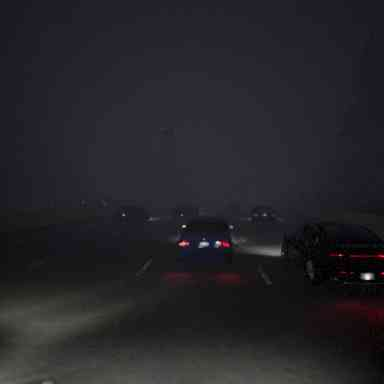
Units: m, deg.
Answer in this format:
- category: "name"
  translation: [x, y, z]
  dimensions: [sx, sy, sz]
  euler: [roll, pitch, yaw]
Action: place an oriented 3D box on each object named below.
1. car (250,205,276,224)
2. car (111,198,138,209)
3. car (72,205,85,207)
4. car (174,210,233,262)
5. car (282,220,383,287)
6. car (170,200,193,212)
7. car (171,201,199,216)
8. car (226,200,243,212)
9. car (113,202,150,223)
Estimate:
- category: "car"
  translation: [5.643, 1.740, 26.547]
  dimensions: [2.033, 1.411, 5.357]
  euler: [0, 0, 9]
- category: "car"
  translation: [-10.514, 1.786, 52.196]
  dimensions: [2.128, 1.511, 4.902]
  euler: [0, 0, 15]
- category: "car"
  translation: [-17.299, 1.632, 53.843]
  dimensions: [2.097, 1.767, 4.553]
  euler: [0, 0, 15]
- category: "car"
  translation: [0.561, 1.630, 12.481]
  dimensions: [2.033, 1.411, 5.357]
  euler: [0, 0, 4]
- category: "car"
  translation: [3.938, 1.583, 9.631]
  dimensions: [1.837, 1.490, 4.892]
  euler: [0, 0, 3]
- category: "car"
  translation: [-1.376, 1.846, 44.733]
  dimensions: [1.994, 1.385, 4.181]
  euler: [0, 0, 14]
- category: "car"
  translation: [-0.510, 1.806, 32.182]
  dimensions: [1.895, 1.301, 4.718]
  euler: [0, 0, 10]
- category: "car"
  translation: [5.628, 1.828, 43.878]
  dimensions: [1.812, 1.442, 4.674]
  euler: [0, 0, 14]
- category: "car"
  translation: [-4.815, 1.720, 27.015]
  dimensions: [1.994, 1.385, 4.181]
  euler: [0, 0, 9]
